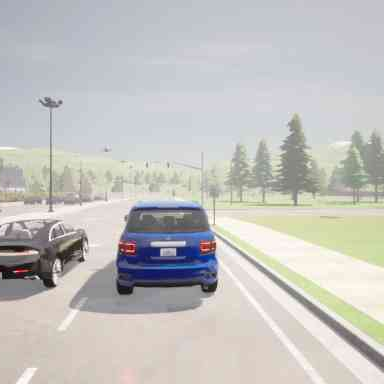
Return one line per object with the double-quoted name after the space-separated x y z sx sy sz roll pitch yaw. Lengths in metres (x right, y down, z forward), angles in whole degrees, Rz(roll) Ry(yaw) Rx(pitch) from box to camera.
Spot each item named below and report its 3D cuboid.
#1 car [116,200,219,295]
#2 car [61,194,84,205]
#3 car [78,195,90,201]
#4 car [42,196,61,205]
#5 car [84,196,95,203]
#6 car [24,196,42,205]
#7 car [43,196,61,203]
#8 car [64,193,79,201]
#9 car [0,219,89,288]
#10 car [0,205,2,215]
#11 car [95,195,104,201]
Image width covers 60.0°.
-0.674 1.223 8.938 2.150 2.045 5.566 0 0 -5 "car"
-21.446 1.529 59.702 1.812 1.442 4.674 0 0 -4 "car"
-26.880 1.557 82.657 1.994 1.385 4.181 0 0 -5 "car"
-25.022 1.508 60.583 1.837 1.490 4.892 0 0 -5 "car"
-22.257 1.482 69.749 1.882 1.535 5.008 0 0 -5 "car"
-28.459 1.508 59.771 1.837 1.490 4.892 0 0 -4 "car"
-29.294 1.529 69.885 2.128 1.511 4.902 0 0 -5 "car"
-30.529 1.226 84.243 2.150 2.045 5.566 0 0 -5 "car"
-4.207 1.492 9.186 2.128 1.511 4.902 0 0 -5 "car"
-18.075 1.493 28.478 2.128 1.511 4.902 0 0 -7 "car"
-23.425 1.554 83.332 1.994 1.385 4.181 0 0 -5 "car"
